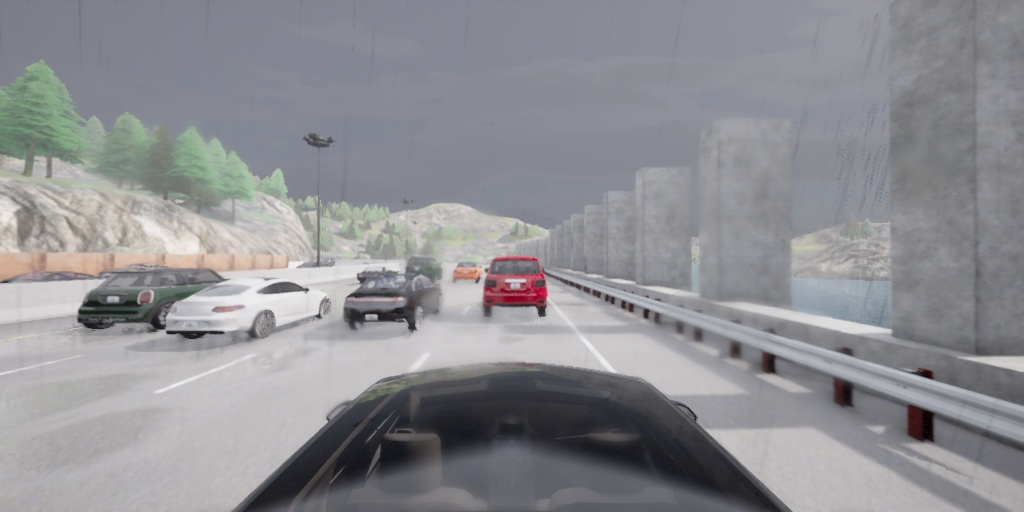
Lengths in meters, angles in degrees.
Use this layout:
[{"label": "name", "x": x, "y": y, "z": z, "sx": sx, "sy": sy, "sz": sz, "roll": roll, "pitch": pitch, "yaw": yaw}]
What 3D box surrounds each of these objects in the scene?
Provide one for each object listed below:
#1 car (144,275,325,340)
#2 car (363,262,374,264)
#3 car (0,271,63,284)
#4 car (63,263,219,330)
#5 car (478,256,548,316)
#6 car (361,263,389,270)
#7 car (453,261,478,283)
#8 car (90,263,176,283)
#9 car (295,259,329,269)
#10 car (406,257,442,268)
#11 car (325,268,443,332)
[{"label": "car", "x": -6.907, "y": 1.315, "z": 9.999, "sx": 1.812, "sy": 1.442, "sz": 4.674, "roll": 0, "pitch": 0, "yaw": 0}, {"label": "car", "x": -23.157, "y": 1.610, "z": 57.520, "sx": 1.895, "sy": 1.301, "sz": 4.718, "roll": 0, "pitch": 0, "yaw": -7}, {"label": "car", "x": -21.120, "y": 1.387, "z": 16.242, "sx": 1.994, "sy": 1.385, "sz": 4.181, "roll": 0, "pitch": 0, "yaw": 0}, {"label": "car", "x": -10.398, "y": 1.151, "z": 11.473, "sx": 2.097, "sy": 1.767, "sz": 4.553, "roll": 0, "pitch": 0, "yaw": 0}, {"label": "car", "x": 0.101, "y": 1.026, "z": 13.766, "sx": 2.150, "sy": 2.045, "sz": 5.566, "roll": 0, "pitch": 0, "yaw": 0}, {"label": "car", "x": -10.591, "y": 1.476, "z": 28.649, "sx": 1.895, "sy": 1.301, "sz": 4.718, "roll": 0, "pitch": 0, "yaw": -1}, {"label": "car", "x": -3.632, "y": 1.231, "z": 29.966, "sx": 2.097, "sy": 1.767, "sz": 4.553, "roll": 0, "pitch": 0, "yaw": -1}, {"label": "car", "x": -31.835, "y": 1.382, "z": 30.397, "sx": 2.128, "sy": 1.511, "sz": 4.902, "roll": 0, "pitch": 0, "yaw": -2}, {"label": "car", "x": -25.415, "y": 1.456, "z": 45.122, "sx": 1.837, "sy": 1.490, "sz": 4.892, "roll": 0, "pitch": 1, "yaw": -3}, {"label": "car", "x": -7.107, "y": 1.099, "z": 29.370, "sx": 2.150, "sy": 2.045, "sz": 5.566, "roll": 0, "pitch": 0, "yaw": -1}, {"label": "car", "x": -3.397, "y": 1.285, "z": 11.107, "sx": 2.128, "sy": 1.511, "sz": 4.902, "roll": 0, "pitch": 0, "yaw": 0}]
